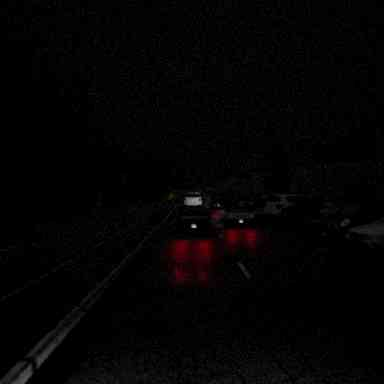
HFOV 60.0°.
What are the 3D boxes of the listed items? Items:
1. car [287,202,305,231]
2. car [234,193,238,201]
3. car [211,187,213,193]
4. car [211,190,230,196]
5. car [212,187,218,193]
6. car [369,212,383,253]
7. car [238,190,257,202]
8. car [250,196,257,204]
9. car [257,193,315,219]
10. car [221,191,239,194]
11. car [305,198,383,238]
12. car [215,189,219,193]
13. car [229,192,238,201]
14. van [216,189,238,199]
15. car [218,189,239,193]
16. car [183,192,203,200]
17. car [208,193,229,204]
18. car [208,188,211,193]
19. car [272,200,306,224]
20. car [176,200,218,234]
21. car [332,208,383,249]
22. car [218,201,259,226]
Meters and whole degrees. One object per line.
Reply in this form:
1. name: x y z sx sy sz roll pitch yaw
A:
1. car: 8.072 1.505 18.763 4.674 1.452 2.002 1 1 -20
2. car: 8.241 1.255 39.861 5.366 1.575 1.946 0 1 -20
3. car: 8.098 0.375 78.711 5.566 2.045 2.435 0 1 -20
4. car: 8.095 0.350 93.638 4.792 1.488 2.163 0 1 -20
5. car: 8.047 0.473 72.716 5.566 2.045 2.435 0 1 -20
6. car: 8.063 1.481 9.763 5.008 1.535 2.097 1 0 -20
7. car: 8.047 1.091 33.765 5.566 2.045 2.435 1 1 -20
8. car: 7.898 1.399 27.715 5.366 1.575 1.946 1 1 -20
9. car: 8.098 1.177 24.785 5.566 2.045 2.435 1 0 -20
10. car: 8.044 0.997 57.788 4.792 1.488 2.163 0 1 -20
11. car: 8.102 1.346 15.774 4.553 1.767 2.185 1 0 -20
12. car: 8.063 0.774 69.752 4.892 1.521 2.231 0 1 -20
13. car: 8.044 1.192 45.784 4.792 1.488 2.163 0 1 -20
14. van: 7.963 0.449 75.669 4.442 1.987 1.878 0 1 -20
15. car: 8.041 0.744 63.776 4.553 1.767 2.185 0 1 -20
16. car: 0.100 0.967 40.246 2.150 2.045 5.566 0 1 0
17. car: 3.099 1.247 40.867 1.837 1.490 4.892 0 1 0
18. car: 7.896 0.385 90.569 5.366 1.575 1.946 0 2 -20
19. car: 8.095 1.477 21.788 4.792 1.488 2.163 1 0 -20
20. car: 0.100 1.467 18.891 2.128 1.511 4.902 0 0 0
21. car: 8.072 1.518 12.764 4.674 1.452 2.002 1 0 -20
22. car: 3.099 1.551 23.206 1.895 1.301 4.718 0 0 0
